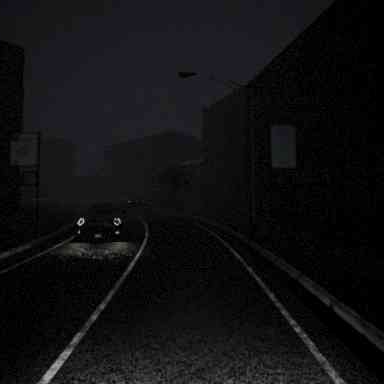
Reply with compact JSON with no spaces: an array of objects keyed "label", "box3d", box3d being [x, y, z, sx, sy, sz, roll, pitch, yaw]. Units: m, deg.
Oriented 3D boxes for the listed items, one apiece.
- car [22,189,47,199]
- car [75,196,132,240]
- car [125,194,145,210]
[{"label":"car","box3d":[-24.735,0.253,52.064,4.892,1.490,1.837,3,-1,35]},{"label":"car","box3d":[-4.355,1.299,16.661,2.097,1.767,4.553,0,0,-7]},{"label":"car","box3d":[-6.835,1.049,37.183,2.097,1.767,4.553,2,0,-27]}]
